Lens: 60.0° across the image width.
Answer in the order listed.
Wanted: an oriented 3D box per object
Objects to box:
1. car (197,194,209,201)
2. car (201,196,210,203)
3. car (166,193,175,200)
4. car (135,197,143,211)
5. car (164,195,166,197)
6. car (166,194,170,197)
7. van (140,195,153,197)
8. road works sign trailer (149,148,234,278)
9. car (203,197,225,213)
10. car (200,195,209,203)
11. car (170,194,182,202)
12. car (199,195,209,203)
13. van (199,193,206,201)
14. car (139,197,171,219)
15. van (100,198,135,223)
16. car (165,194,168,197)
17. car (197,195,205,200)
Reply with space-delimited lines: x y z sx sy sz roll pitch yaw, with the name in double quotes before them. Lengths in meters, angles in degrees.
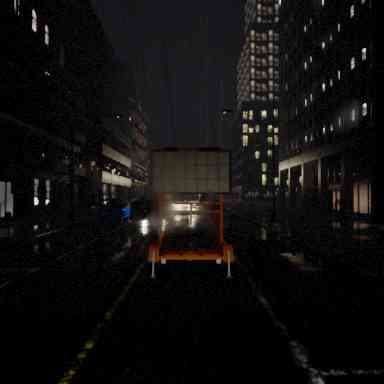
"car" 2.548 1.245 65.004 2.192 1.841 5.009 1 0 0
"car" 2.600 1.519 42.211 2.008 1.369 4.403 1 0 0
"car" -5.902 1.183 93.594 2.192 1.841 5.009 1 0 0
"car" -5.767 1.541 36.610 1.947 1.339 4.313 1 0 0
"car" -5.809 1.502 53.705 2.008 1.369 4.403 1 0 0
"car" -5.874 1.210 82.198 2.192 1.841 5.009 1 0 0
"van" -5.776 1.309 42.307 1.690 1.788 3.998 1 0 0
"road works sign trailer" -0.025 0.462 10.127 2.380 3.560 2.880 0 0 0
"car" 2.614 1.526 36.514 2.008 1.369 4.403 1 0 0
"car" 2.586 1.505 47.909 1.887 1.381 4.507 1 0 0
"car" -3.176 1.439 71.063 1.812 1.442 4.674 0 0 0
"car" 2.529 1.469 70.702 2.008 1.369 4.403 1 0 0
"van" 2.515 1.236 82.098 1.690 1.788 3.998 1 0 0
"car" -3.172 1.460 29.548 1.882 1.535 5.008 0 0 0
"van" -5.734 1.328 25.209 1.690 1.788 3.998 1 0 0
"car" -5.823 1.522 59.402 1.802 1.307 4.206 1 0 0
"car" 2.463 1.448 87.795 1.947 1.339 4.313 1 0 0
